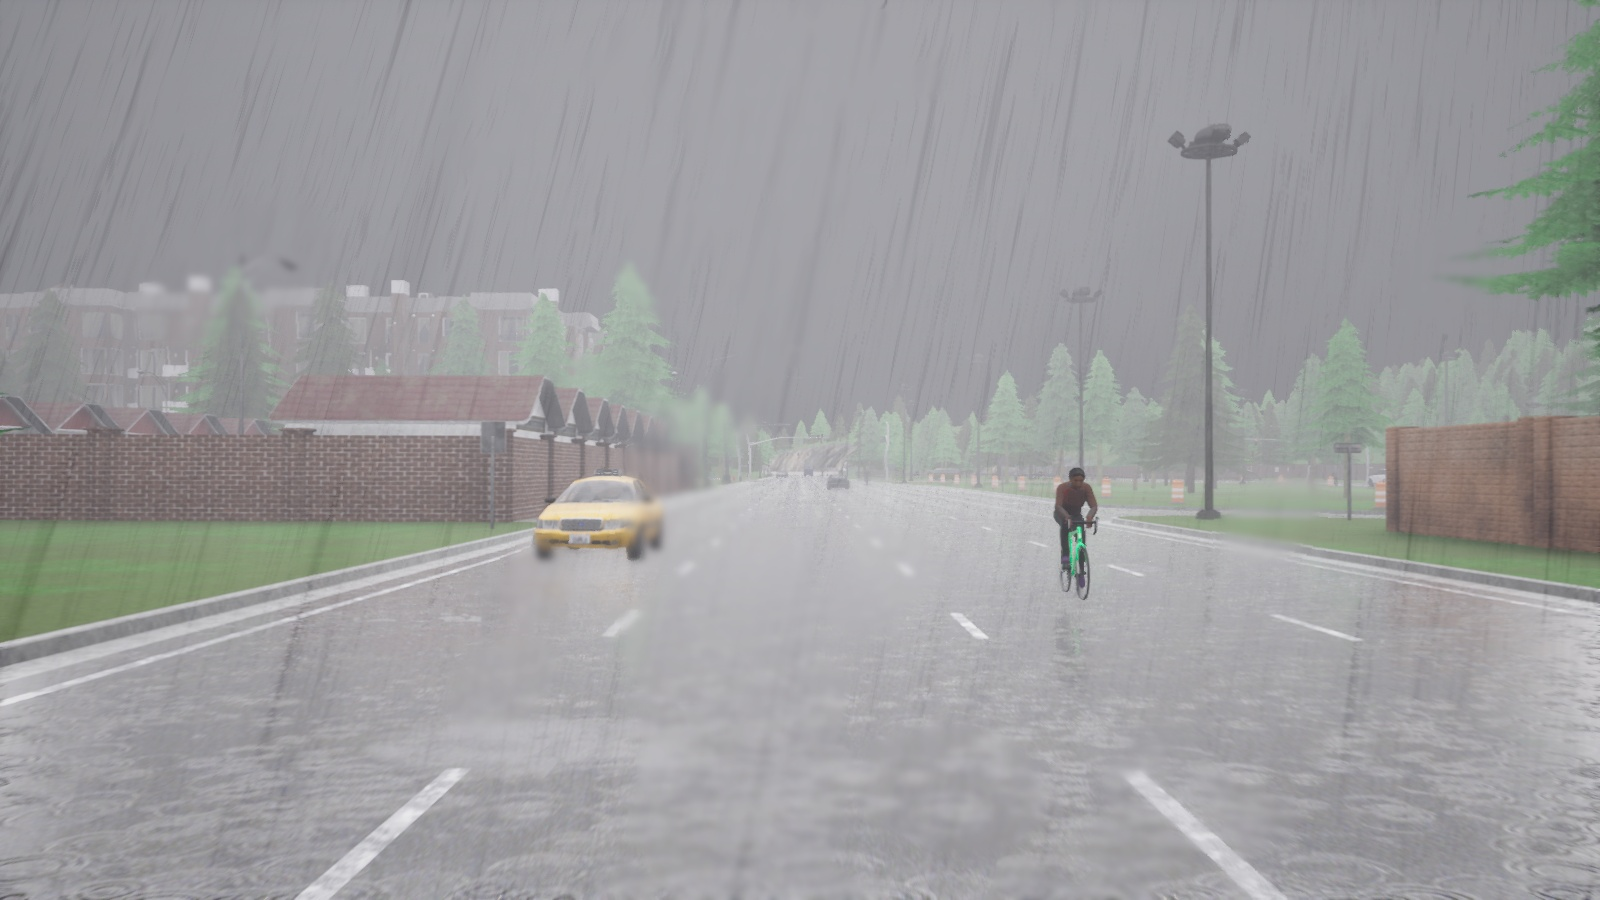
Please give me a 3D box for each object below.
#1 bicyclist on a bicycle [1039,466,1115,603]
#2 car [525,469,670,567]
[{"bbox_3d":[3.461,1.017,15.796,0.582,1.620,1.656,0,-1,0],"label":"bicyclist on a bicycle"},{"bbox_3d":[-3.557,1.151,23.032,1.801,1.575,5.366,0,-1,0],"label":"car"}]
